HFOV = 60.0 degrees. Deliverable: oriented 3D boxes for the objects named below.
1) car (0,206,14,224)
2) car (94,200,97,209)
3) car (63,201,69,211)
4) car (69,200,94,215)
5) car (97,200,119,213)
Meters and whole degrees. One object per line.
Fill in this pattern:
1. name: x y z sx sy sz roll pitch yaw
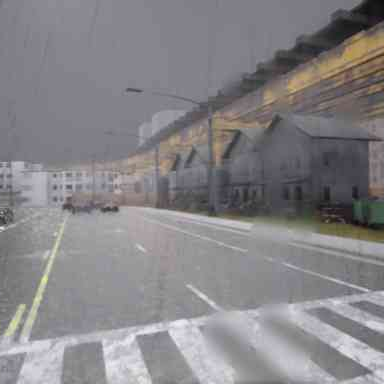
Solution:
1. car: -16.848 1.951 28.994 2.128 1.511 4.902 -1 0 -19
2. car: -15.240 2.056 52.338 1.812 1.442 4.674 -1 0 -37
3. car: -18.159 2.071 50.405 2.128 1.511 4.902 -1 0 -37
4. car: -13.888 1.809 41.675 2.097 1.767 4.553 -1 0 -21
5. car: -10.803 1.967 43.382 1.994 1.385 4.181 -1 0 -22
